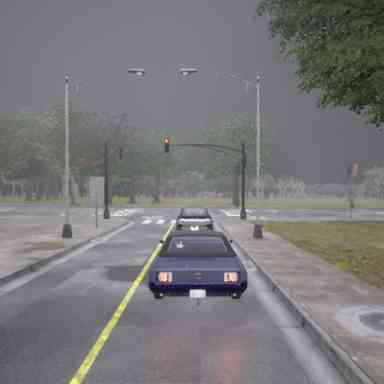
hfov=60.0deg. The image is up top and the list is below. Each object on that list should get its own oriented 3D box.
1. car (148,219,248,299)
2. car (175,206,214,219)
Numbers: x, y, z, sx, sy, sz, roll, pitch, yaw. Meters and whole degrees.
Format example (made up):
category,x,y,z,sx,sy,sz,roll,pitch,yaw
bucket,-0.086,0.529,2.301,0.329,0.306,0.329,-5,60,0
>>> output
category,x,y,z,sx,sy,sz,roll,pitch,yaw
car,0.111,1.602,8.388,1.895,1.301,4.718,0,0,0
car,0.124,1.509,17.647,2.128,1.511,4.902,0,0,0
